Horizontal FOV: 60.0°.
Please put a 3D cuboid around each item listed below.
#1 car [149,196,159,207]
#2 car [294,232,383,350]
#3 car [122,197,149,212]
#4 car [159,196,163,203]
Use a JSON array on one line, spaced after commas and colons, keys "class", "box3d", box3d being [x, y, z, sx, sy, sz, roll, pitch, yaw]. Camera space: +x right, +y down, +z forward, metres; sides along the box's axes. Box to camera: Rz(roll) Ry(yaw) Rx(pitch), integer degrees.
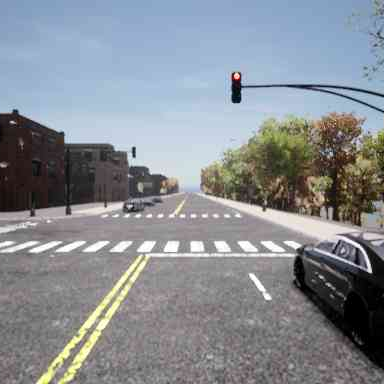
[{"class": "car", "box3d": [-6.753, 1.505, 50.593, 2.033, 1.411, 5.357, 0, 0, 0]}, {"class": "car", "box3d": [3.329, 1.486, 6.173, 2.128, 1.511, 4.902, 0, 0, 2]}, {"class": "car", "box3d": [-6.687, 1.460, 38.367, 2.128, 1.511, 4.902, 0, 0, 2]}, {"class": "car", "box3d": [-6.777, 1.512, 65.116, 1.994, 1.385, 4.181, 0, 0, 0]}]
